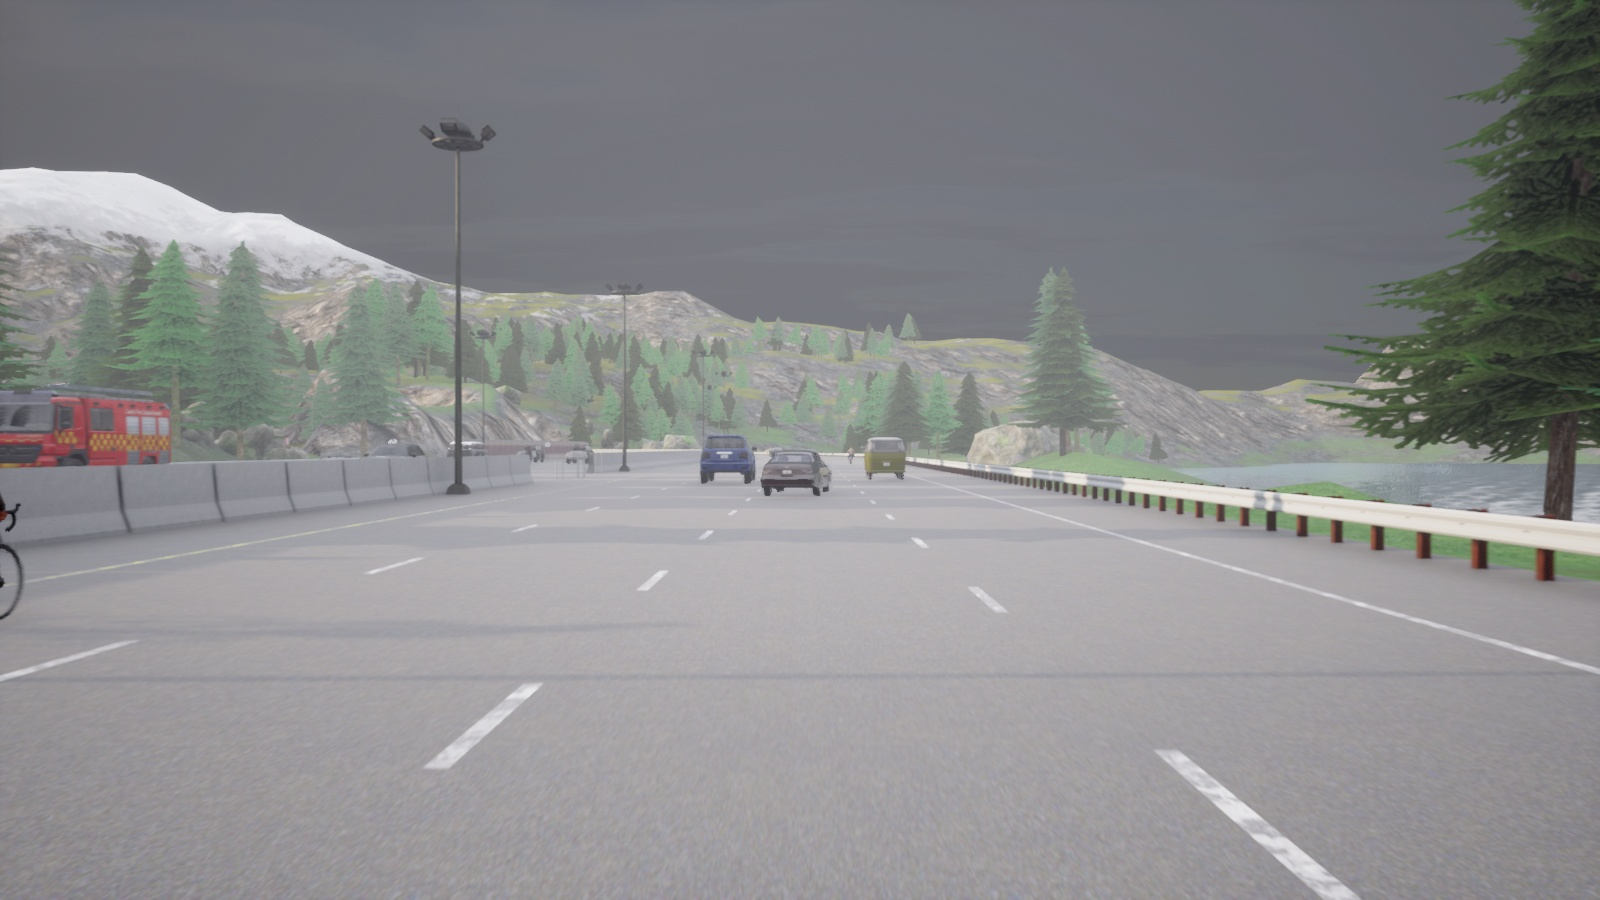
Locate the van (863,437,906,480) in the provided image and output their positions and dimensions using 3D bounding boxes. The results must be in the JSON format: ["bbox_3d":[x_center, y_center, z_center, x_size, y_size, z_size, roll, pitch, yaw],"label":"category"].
[{"bbox_3d":[3.968,0.390,59.553,1.775,1.987,4.442,0,0,0],"label":"van"}]

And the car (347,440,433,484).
[{"bbox_3d":[-17.092,0.492,52.564,2.097,1.767,4.553,0,0,1],"label":"car"}]

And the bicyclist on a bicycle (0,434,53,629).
[{"bbox_3d":[-6.924,0.675,10.310,0.582,1.620,1.656,0,0,0],"label":"bicyclist on a bicycle"}]

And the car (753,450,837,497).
[{"bbox_3d":[-0.073,0.716,41.098,2.033,1.411,5.357,0,0,8],"label":"car"}]

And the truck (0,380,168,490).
[{"bbox_3d":[-27.633,-0.531,47.758,2.891,3.827,8.468,0,0,1],"label":"truck"}]

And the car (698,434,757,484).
[{"bbox_3d":[-3.077,0.360,54.395,2.150,2.045,5.566,0,0,0],"label":"car"}]
